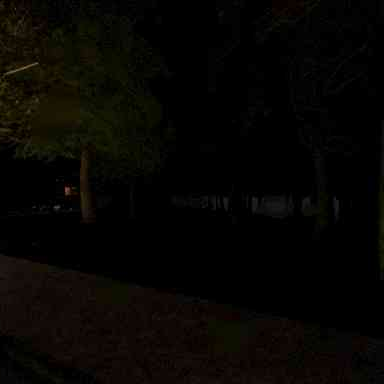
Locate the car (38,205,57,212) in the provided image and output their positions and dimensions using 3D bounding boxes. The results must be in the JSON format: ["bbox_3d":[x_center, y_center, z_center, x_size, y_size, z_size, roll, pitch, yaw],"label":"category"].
[{"bbox_3d":[-33.409,3.886,77.215,1.837,1.490,4.892,0,-2,-9],"label":"car"}]

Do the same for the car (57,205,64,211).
[{"bbox_3d":[-35.123,4.239,87.498,2.128,1.511,4.902,0,-2,-9],"label":"car"}]

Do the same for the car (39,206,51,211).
[{"bbox_3d":[-38.328,4.275,86.963,1.994,1.385,4.181,0,-2,-9],"label":"car"}]

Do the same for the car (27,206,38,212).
[{"bbox_3d":[-36.677,3.912,77.058,1.837,1.490,4.892,0,-2,-9],"label":"car"}]
